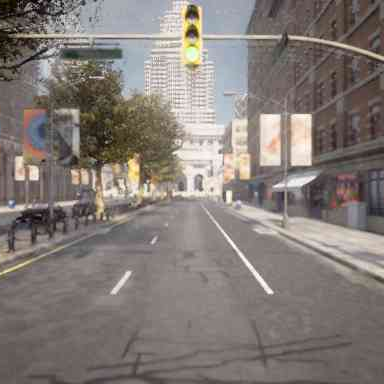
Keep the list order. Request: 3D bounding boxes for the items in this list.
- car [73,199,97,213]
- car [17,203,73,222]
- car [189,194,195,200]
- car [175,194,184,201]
[{"bbox_3d":[-11.547,1.506,36.372,1.837,1.490,4.892,0,0,1],"label":"car"},{"bbox_3d":[-11.579,1.548,26.233,2.033,1.411,5.357,0,0,0],"label":"car"},{"bbox_3d":[0.002,1.538,89.134,2.033,1.411,5.357,0,0,0],"label":"car"},{"bbox_3d":[-3.498,1.523,89.134,2.128,1.511,4.902,0,0,0],"label":"car"}]
